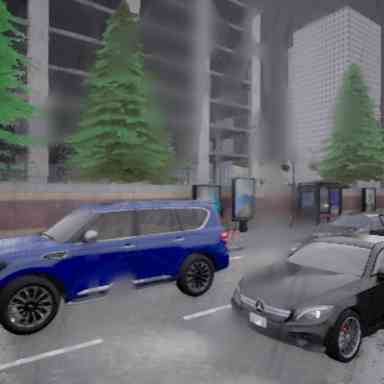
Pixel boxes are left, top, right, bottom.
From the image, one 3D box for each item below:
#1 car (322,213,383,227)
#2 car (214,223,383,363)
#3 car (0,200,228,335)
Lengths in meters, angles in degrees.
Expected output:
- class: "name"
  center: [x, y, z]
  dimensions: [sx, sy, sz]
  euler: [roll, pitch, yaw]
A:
- class: "car"
  center: [6.645, 1.558, 13.029]
  dimensions: [5.357, 1.411, 2.033]
  euler: [0, 0, -35]
- class: "car"
  center: [2.820, 1.530, 6.000]
  dimensions: [4.674, 1.442, 1.812]
  euler: [0, 0, -35]
- class: "car"
  center: [-1.701, 1.224, 7.079]
  dimensions: [5.566, 2.045, 2.150]
  euler: [0, 0, -35]
